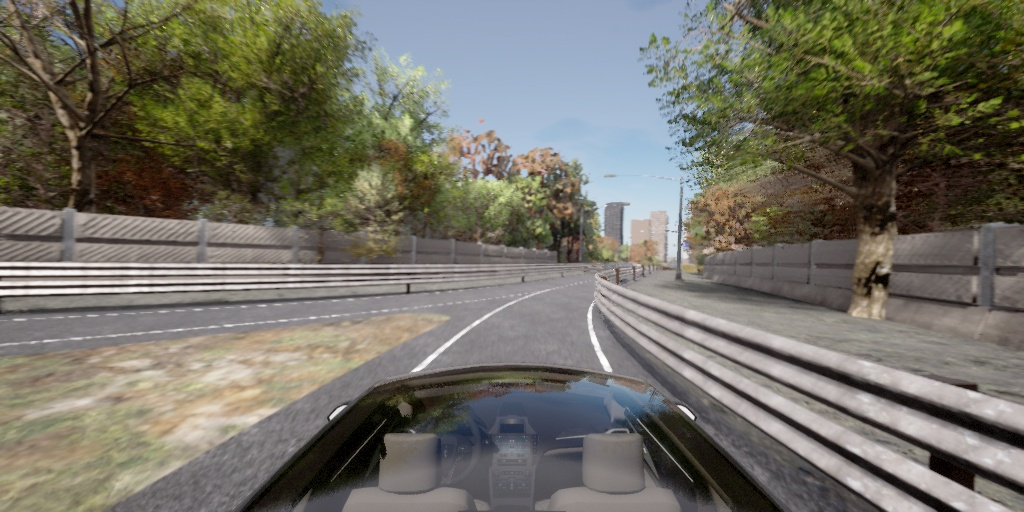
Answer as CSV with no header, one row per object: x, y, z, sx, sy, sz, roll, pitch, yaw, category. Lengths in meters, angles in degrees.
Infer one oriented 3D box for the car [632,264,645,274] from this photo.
18.136,1.880,52.254,1.812,1.442,4.674,2,0,25,car

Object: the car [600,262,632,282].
9.746,1.415,34.102,2.097,1.767,4.553,2,0,25,car
